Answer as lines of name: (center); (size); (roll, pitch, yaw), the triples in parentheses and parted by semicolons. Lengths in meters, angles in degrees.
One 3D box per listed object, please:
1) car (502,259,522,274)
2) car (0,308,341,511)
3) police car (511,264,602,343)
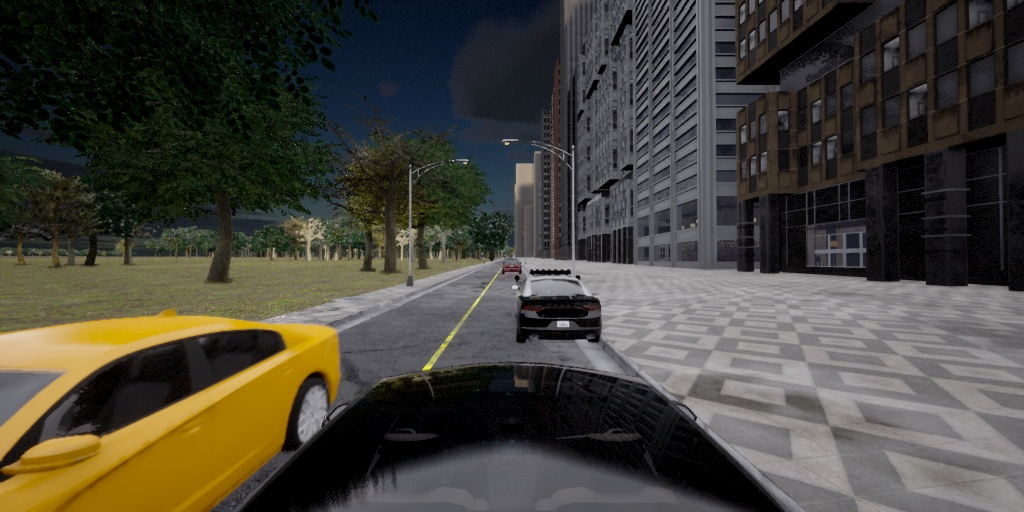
car: (-0.011, 1.063, 39.635); (2.097, 1.767, 4.553); (0, 0, 0)
car: (-3.000, 1.228, 2.305); (1.882, 1.535, 5.008); (0, 0, 0)
police car: (1.032, 1.174, 9.848); (1.930, 1.638, 5.238); (0, 0, 0)
